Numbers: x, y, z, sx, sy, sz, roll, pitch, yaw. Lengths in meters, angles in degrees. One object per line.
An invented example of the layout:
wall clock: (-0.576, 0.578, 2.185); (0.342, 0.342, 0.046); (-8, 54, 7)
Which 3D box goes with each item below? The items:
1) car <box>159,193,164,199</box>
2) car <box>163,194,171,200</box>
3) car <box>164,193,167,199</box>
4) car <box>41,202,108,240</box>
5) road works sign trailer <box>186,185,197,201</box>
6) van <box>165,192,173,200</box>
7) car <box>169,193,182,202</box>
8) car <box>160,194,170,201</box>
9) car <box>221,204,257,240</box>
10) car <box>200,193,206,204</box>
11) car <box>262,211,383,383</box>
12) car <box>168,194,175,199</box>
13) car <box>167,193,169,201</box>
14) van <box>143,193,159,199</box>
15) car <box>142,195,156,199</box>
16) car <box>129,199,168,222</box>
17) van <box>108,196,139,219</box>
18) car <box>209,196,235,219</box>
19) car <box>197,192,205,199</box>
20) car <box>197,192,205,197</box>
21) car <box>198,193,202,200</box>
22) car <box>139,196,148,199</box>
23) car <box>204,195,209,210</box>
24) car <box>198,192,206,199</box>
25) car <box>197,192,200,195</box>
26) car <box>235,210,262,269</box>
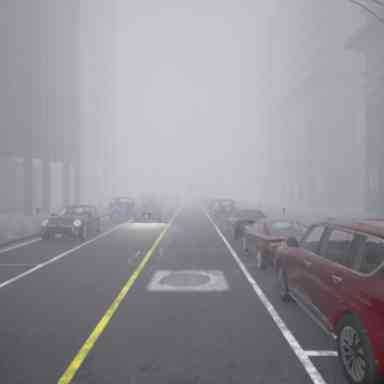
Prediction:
car: (-5.829, 1.226, 50.197); (1.967, 1.590, 4.097); (0, 0, 0)
car: (-5.864, 1.260, 78.381); (1.802, 1.307, 4.206); (0, 0, 0)
car: (-5.836, 1.079, 55.833); (2.192, 1.841, 5.009); (0, 0, 0)
car: (-5.786, 1.368, 16.378); (1.967, 1.590, 4.097); (0, 0, 0)
road works sign trailer: (-0.094, 0.156, 74.643); (2.380, 3.560, 2.880); (0, 0, 0)
van: (-5.872, 1.000, 84.016); (1.690, 1.788, 3.998); (0, 0, 0)
car: (-3.096, 1.231, 65.826); (1.837, 1.490, 4.892); (0, 0, 0)
car: (-5.857, 1.249, 72.743); (2.008, 1.369, 4.403); (0, 0, 0)
car: (2.740, 1.493, 16.397); (1.947, 1.339, 4.313); (0, 0, 0)
car: (2.690, 1.345, 55.851); (1.802, 1.307, 4.206); (0, 0, 0)
car: (2.753, 1.292, 5.124); (2.192, 1.841, 5.009); (0, 0, 0)
car: (-5.885, 1.204, 95.290); (1.802, 1.307, 4.206); (0, 0, 0)
car: (-5.842, 1.308, 61.471); (1.947, 1.339, 4.313); (0, 0, 0)
van: (-5.822, 1.150, 44.560); (1.690, 1.788, 3.998); (0, 0, 0)
car: (-5.814, 1.382, 38.924); (2.008, 1.369, 4.403); (0, 0, 0)
car: (-3.130, 1.454, 24.868); (1.994, 1.385, 4.181); (0, 0, 0)
van: (-5.800, 1.219, 27.650); (1.690, 1.788, 3.998); (0, 0, 0)
car: (2.725, 1.318, 27.669); (1.967, 1.590, 4.097); (0, 0, 0)
car: (2.638, 0.936, 95.303); (2.192, 1.841, 5.009); (0, 0, 0)
car: (2.668, 1.280, 72.760); (1.802, 1.307, 4.206); (0, 0, 0)
car: (2.676, 1.301, 67.124); (1.802, 1.307, 4.206); (0, 0, 0)
car: (-5.807, 1.380, 33.118); (1.752, 1.417, 4.829); (0, 0, 0)
car: (2.711, 1.396, 38.942); (1.947, 1.339, 4.313); (0, 0, 0)
car: (2.646, 0.954, 89.667); (2.192, 1.841, 5.009); (0, 0, 0)
car: (2.661, 1.118, 78.396); (1.967, 1.590, 4.097); (0, 0, 0)
car: (2.747, 1.497, 10.761); (1.887, 1.381, 4.507); (0, 0, 0)
